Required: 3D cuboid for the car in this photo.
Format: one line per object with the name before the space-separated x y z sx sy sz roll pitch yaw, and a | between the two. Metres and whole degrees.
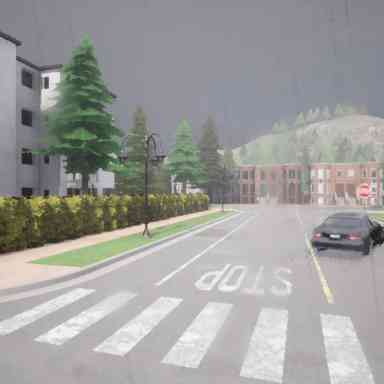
car | 6.307 1.538 13.208 2.033 1.411 5.357 0 0 36
